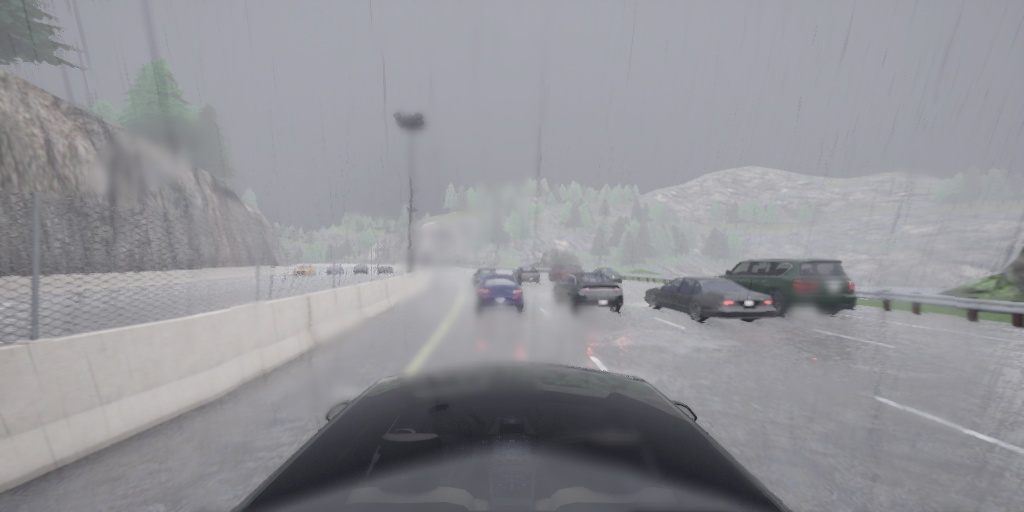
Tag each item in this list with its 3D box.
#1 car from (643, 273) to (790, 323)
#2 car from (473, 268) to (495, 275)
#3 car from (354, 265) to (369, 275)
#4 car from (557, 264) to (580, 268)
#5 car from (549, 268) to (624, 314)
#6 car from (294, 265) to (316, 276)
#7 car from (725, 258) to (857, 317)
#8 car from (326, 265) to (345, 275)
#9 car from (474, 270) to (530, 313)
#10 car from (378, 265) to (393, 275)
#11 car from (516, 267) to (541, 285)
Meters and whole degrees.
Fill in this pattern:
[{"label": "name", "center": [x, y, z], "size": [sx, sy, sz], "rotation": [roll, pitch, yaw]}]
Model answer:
[{"label": "car", "center": [6.631, 1.435, 12.785], "size": [2.033, 1.411, 5.357], "rotation": [0, -1, -4]}, {"label": "car", "center": [-1.978, 1.667, 27.746], "size": [2.033, 1.411, 5.357], "rotation": [0, -1, -8]}, {"label": "car", "center": [-22.670, 2.022, 54.081], "size": [1.882, 1.535, 5.008], "rotation": [0, -1, -18]}, {"label": "car", "center": [4.627, 1.495, 30.746], "size": [2.097, 1.767, 4.553], "rotation": [0, -1, -9]}, {"label": "car", "center": [2.976, 1.416, 14.732], "size": [2.128, 1.511, 4.902], "rotation": [0, -1, -4]}, {"label": "car", "center": [-28.607, 1.976, 49.624], "size": [1.882, 1.535, 5.008], "rotation": [0, -1, -17]}, {"label": "car", "center": [10.047, 1.118, 14.045], "size": [2.150, 2.045, 5.566], "rotation": [0, -1, -4]}, {"label": "car", "center": [-25.896, 2.059, 52.670], "size": [1.812, 1.442, 4.674], "rotation": [0, -1, -18]}, {"label": "car", "center": [-0.540, 1.462, 14.854], "size": [1.812, 1.442, 4.674], "rotation": [0, -1, -5]}, {"label": "car", "center": [-19.077, 2.101, 54.304], "size": [1.994, 1.385, 4.181], "rotation": [0, -1, -17]}, {"label": "car", "center": [1.147, 1.640, 30.365], "size": [2.128, 1.511, 4.902], "rotation": [0, -1, -9]}]
